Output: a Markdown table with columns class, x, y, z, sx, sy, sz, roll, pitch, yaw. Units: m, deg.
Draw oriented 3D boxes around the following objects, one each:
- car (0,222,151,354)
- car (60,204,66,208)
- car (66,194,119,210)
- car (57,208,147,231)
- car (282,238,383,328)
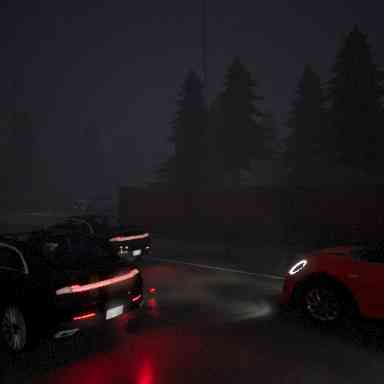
| class | x | y | z | sx | sy | sz | roll | pitch | yaw |
| --- | --- | --- | --- | --- | --- | --- | --- | --- | --- |
| car | -3.061 | 1.492 | 6.147 | 4.902 | 1.511 | 2.128 | 0 | 0 | 36 |
| car | -12.947 | 1.601 | 39.131 | 1.895 | 1.301 | 4.718 | 0 | 0 | 35 |
| car | -10.527 | 1.221 | 36.578 | 2.150 | 2.045 | 5.566 | 0 | 0 | 32 |
| car | -3.496 | 1.491 | 10.801 | 4.902 | 1.511 | 2.128 | 0 | 0 | 37 |
| car | 3.885 | 1.352 | 5.521 | 4.553 | 1.767 | 2.097 | 0 | 0 | 36 |
